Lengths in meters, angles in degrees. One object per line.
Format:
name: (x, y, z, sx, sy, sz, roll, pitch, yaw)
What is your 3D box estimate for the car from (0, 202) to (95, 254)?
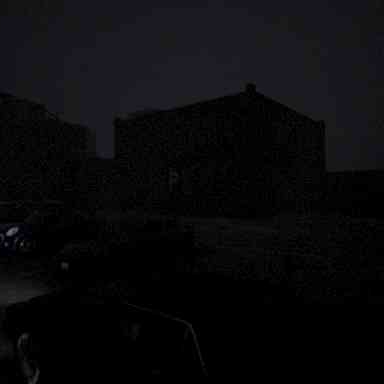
car: (-6.088, 1.485, 14.344, 2.185, 1.767, 4.553, 0, -1, 39)

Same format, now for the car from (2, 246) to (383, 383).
car: (-0.156, 1.633, 3.705, 4.718, 1.301, 1.895, 0, -1, 37)

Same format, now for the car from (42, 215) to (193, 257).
car: (-1.931, 1.604, 10.841, 2.163, 1.488, 4.792, -1, -1, 39)

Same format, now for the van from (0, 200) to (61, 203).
van: (-8.426, 1.398, 16.079, 1.878, 1.987, 4.442, 0, 0, 39)
